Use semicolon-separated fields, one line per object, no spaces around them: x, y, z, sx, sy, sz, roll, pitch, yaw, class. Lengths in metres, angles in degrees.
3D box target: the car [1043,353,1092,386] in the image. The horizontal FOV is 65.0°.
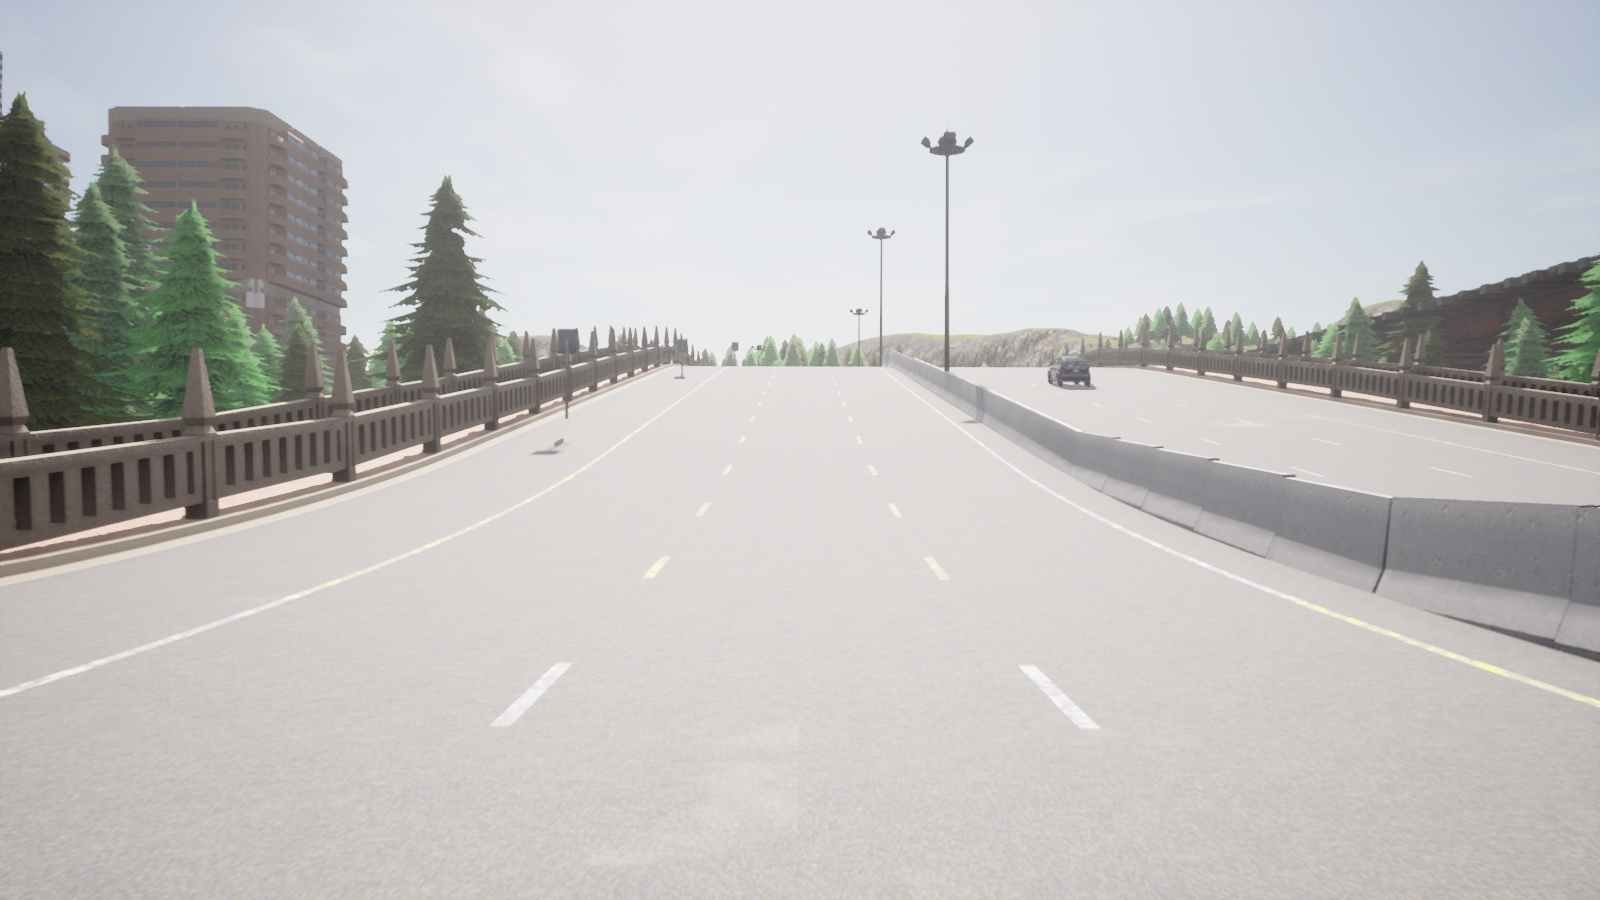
14.098;-4.280;66.284;1.789;1.549;3.705;0;6;0;car
